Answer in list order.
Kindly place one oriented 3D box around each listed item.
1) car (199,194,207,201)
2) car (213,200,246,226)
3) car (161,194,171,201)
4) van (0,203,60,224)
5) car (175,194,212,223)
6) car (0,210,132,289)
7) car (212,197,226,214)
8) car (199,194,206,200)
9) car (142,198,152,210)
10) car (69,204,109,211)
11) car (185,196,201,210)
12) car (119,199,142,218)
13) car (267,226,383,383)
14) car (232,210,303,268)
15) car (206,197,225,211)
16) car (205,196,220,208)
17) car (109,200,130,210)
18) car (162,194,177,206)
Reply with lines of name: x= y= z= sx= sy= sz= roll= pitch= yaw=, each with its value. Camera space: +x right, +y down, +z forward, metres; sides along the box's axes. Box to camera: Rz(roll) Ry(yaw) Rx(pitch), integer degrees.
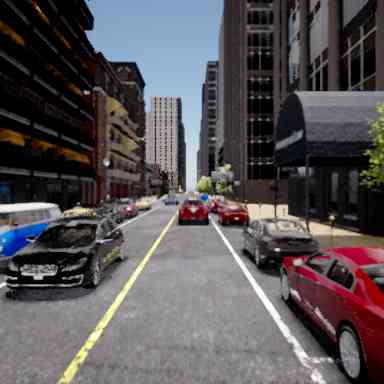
car: x=2.686 y=1.254 z=79.003 sx=1.752 sy=1.417 sz=4.829 roll=0 pitch=0 yaw=0
car: x=2.689 y=1.443 z=22.199 sx=1.887 sy=1.381 sz=4.507 roll=0 pitch=0 yaw=0
car: x=-5.694 y=1.268 z=72.999 sx=1.752 sy=1.417 sz=4.829 roll=0 pitch=0 yaw=0
van: x=-5.691 y=1.291 z=10.870 sx=1.690 sy=1.788 sz=3.998 roll=0 pitch=0 yaw=0
car: x=0.097 y=1.242 z=24.161 sx=2.097 sy=1.767 sz=4.553 roll=0 pitch=0 yaw=0
car: x=-3.102 y=1.463 z=9.135 sx=1.837 sy=1.490 sz=4.892 roll=0 pitch=0 yaw=0
car: x=2.688 y=1.291 z=33.525 sx=1.967 sy=1.590 sz=4.097 roll=0 pitch=0 yaw=0
car: x=2.686 y=1.300 z=84.496 sx=1.802 sy=1.307 sz=4.206 roll=0 pitch=0 yaw=0
car: x=-5.692 y=1.358 z=39.017 sx=1.752 sy=1.417 sz=4.829 roll=0 pitch=0 yaw=0
car: x=-5.691 y=1.451 z=16.364 sx=1.752 sy=1.417 sz=4.829 roll=0 pitch=0 yaw=0
car: x=0.100 y=1.301 z=41.848 sx=1.882 sy=1.535 sz=5.008 roll=0 pitch=0 yaw=0
car: x=-5.691 y=1.314 z=27.860 sx=1.967 sy=1.590 sz=4.097 roll=0 pitch=0 yaw=0
car: x=2.690 y=1.521 z=5.206 sx=1.887 sy=1.381 sz=4.507 roll=0 pitch=0 yaw=0
car: x=2.690 y=1.501 z=10.871 sx=2.008 sy=1.369 sz=4.403 roll=0 pitch=0 yaw=0
car: x=2.688 y=1.377 z=39.188 sx=1.887 sy=1.381 sz=4.507 roll=0 pitch=0 yaw=0
car: x=2.687 y=1.340 z=45.020 sx=1.752 sy=1.417 sz=4.829 roll=0 pitch=0 yaw=0
car: x=-5.691 y=1.465 z=22.199 sx=1.947 sy=1.339 sz=4.313 roll=0 pitch=0 yaw=0
car: x=-3.079 y=1.152 z=50.903 sx=2.097 sy=1.767 sz=4.553 roll=0 pitch=0 yaw=0
